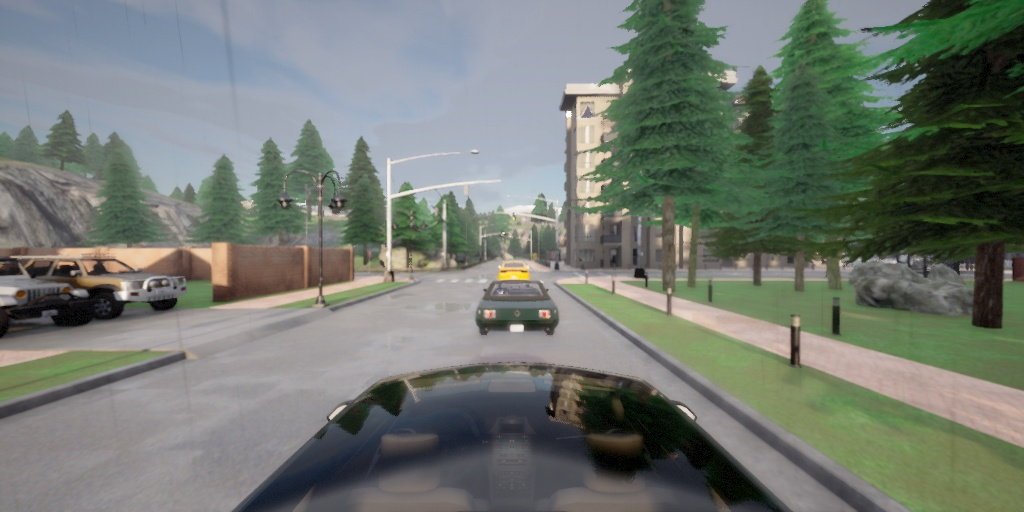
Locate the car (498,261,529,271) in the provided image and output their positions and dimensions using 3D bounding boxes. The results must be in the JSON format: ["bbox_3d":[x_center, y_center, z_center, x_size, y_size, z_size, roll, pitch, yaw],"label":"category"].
[{"bbox_3d":[0.111,1.071,23.309,1.882,1.535,5.008,0,0,0],"label":"car"}]

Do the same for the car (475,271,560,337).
[{"bbox_3d":[0.118,1.290,10.098,1.895,1.301,4.718,0,0,0],"label":"car"}]
